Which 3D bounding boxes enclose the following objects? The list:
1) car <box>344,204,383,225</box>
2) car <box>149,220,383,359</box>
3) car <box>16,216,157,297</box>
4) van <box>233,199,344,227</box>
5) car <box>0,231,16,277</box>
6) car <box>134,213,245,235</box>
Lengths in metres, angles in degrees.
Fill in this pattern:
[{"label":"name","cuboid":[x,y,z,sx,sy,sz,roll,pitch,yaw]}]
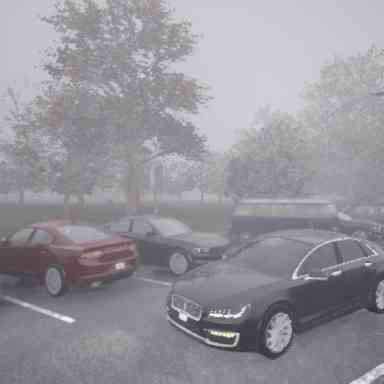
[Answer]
[{"label":"car","cuboid":[6.168,1.497,15.437,5.008,1.535,2.097,-1,-1,35]},{"label":"car","cuboid":[1.864,1.506,6.068,4.892,1.490,1.837,0,0,-35]},{"label":"car","cuboid":[-3.585,1.486,8.637,5.008,1.535,2.097,-1,-1,35]},{"label":"van","cuboid":[3.619,1.269,13.813,4.442,1.987,1.878,-1,-1,35]},{"label":"car","cuboid":[-6.165,1.483,7.028,5.366,1.575,1.946,-1,-1,34]},{"label":"car","cuboid":[-1.159,1.488,10.364,5.008,1.535,2.097,-1,-1,35]}]
